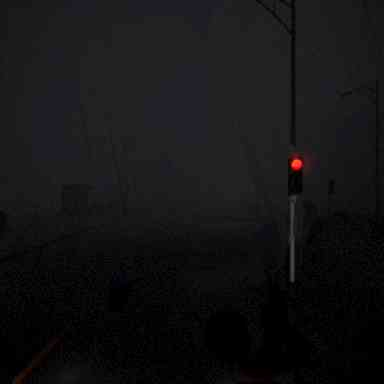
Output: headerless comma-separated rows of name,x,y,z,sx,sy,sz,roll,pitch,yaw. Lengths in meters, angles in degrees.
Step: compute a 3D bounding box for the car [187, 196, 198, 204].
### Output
car,0.085,1.525,61.435,1.812,1.442,4.674,0,0,0
